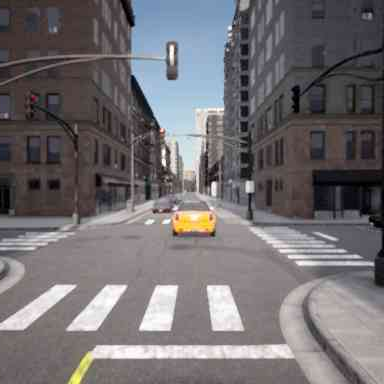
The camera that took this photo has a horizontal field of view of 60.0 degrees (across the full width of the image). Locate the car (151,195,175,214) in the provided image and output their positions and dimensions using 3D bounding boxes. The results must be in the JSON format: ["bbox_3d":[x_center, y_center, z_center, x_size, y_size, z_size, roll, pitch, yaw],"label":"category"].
[{"bbox_3d":[-2.848,1.324,33.103,2.033,1.411,5.357,0,0,0],"label":"car"}]

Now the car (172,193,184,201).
[{"bbox_3d":[-2.745,0.944,65.292,2.033,1.411,5.357,0,0,0],"label":"car"}]

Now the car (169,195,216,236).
[{"bbox_3d":[0.099,1.230,17.582,2.097,1.767,4.553,0,0,0],"label":"car"}]

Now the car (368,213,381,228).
[{"bbox_3d":[12.369,1.430,18.867,4.313,1.339,1.947,0,1,0],"label":"car"}]

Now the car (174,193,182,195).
[{"bbox_3d":[-2.832,1.191,48.867,1.837,1.490,4.892,0,0,0],"label":"car"}]
